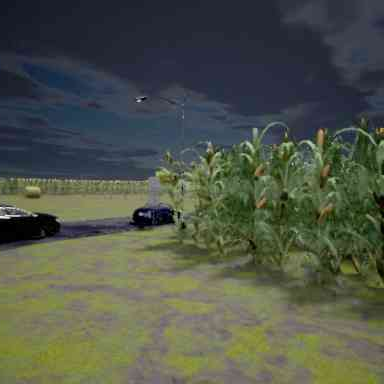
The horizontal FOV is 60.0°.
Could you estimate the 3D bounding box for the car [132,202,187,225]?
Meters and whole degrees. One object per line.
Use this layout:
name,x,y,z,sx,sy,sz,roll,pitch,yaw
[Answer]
car,-2.102,1.381,22.679,1.994,1.385,4.181,2,1,34

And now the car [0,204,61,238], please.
car,-7.993,1.282,14.072,2.128,1.511,4.902,2,1,34
